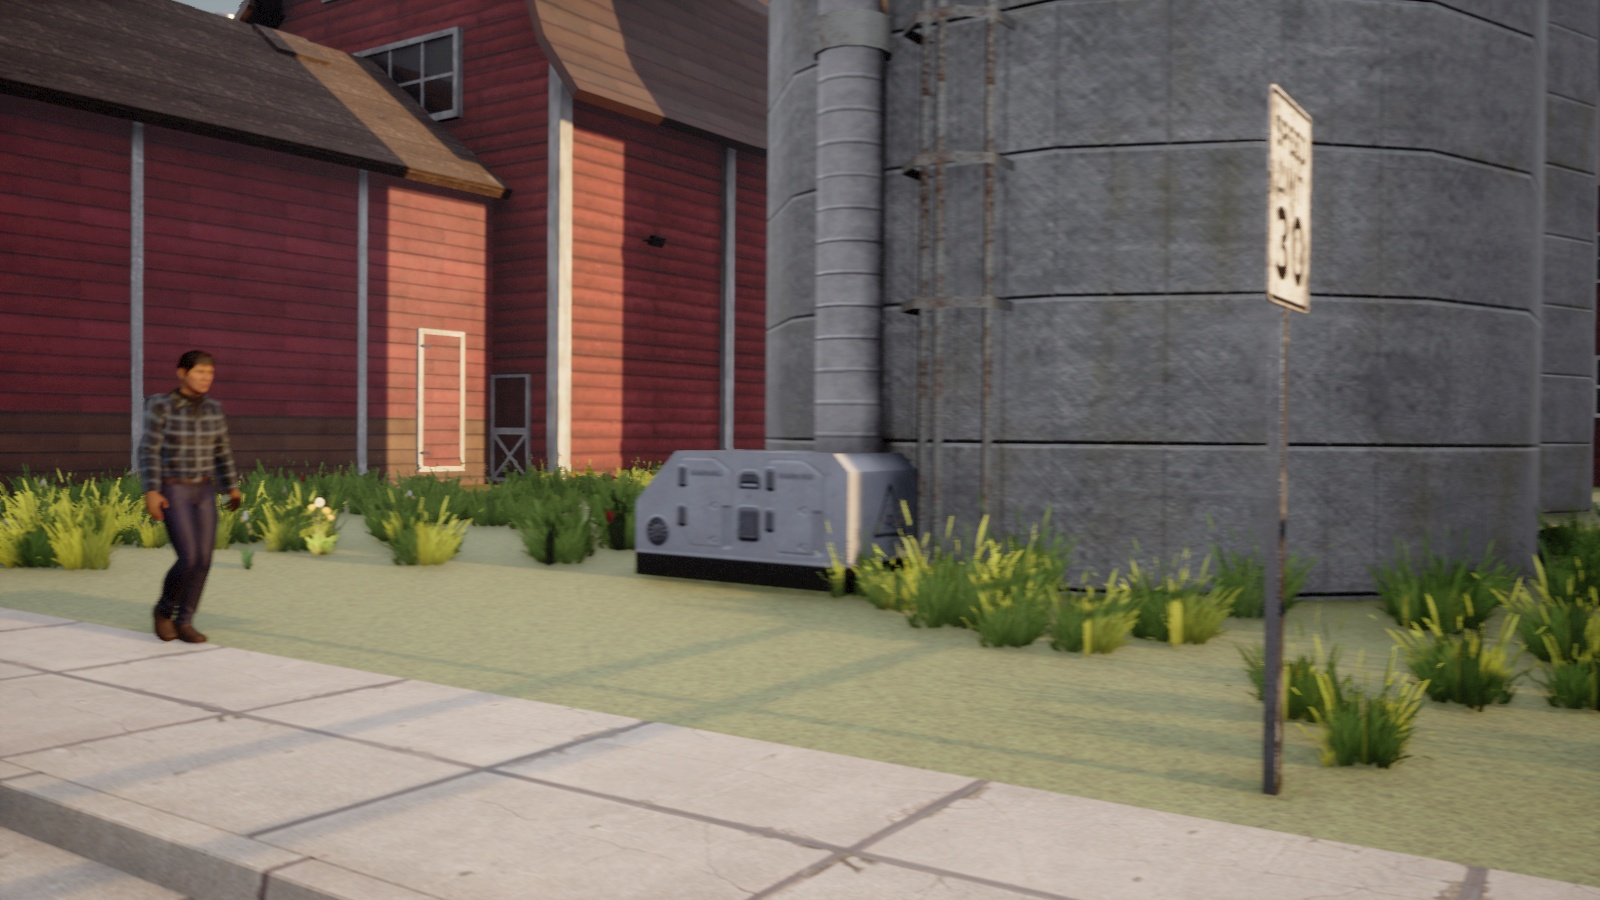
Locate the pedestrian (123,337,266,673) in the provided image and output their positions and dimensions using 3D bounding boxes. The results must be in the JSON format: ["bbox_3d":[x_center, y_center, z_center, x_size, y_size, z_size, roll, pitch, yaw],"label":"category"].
[{"bbox_3d":[-3.700,0.315,7.671,0.788,1.949,0.423,0,1,34],"label":"pedestrian"}]
